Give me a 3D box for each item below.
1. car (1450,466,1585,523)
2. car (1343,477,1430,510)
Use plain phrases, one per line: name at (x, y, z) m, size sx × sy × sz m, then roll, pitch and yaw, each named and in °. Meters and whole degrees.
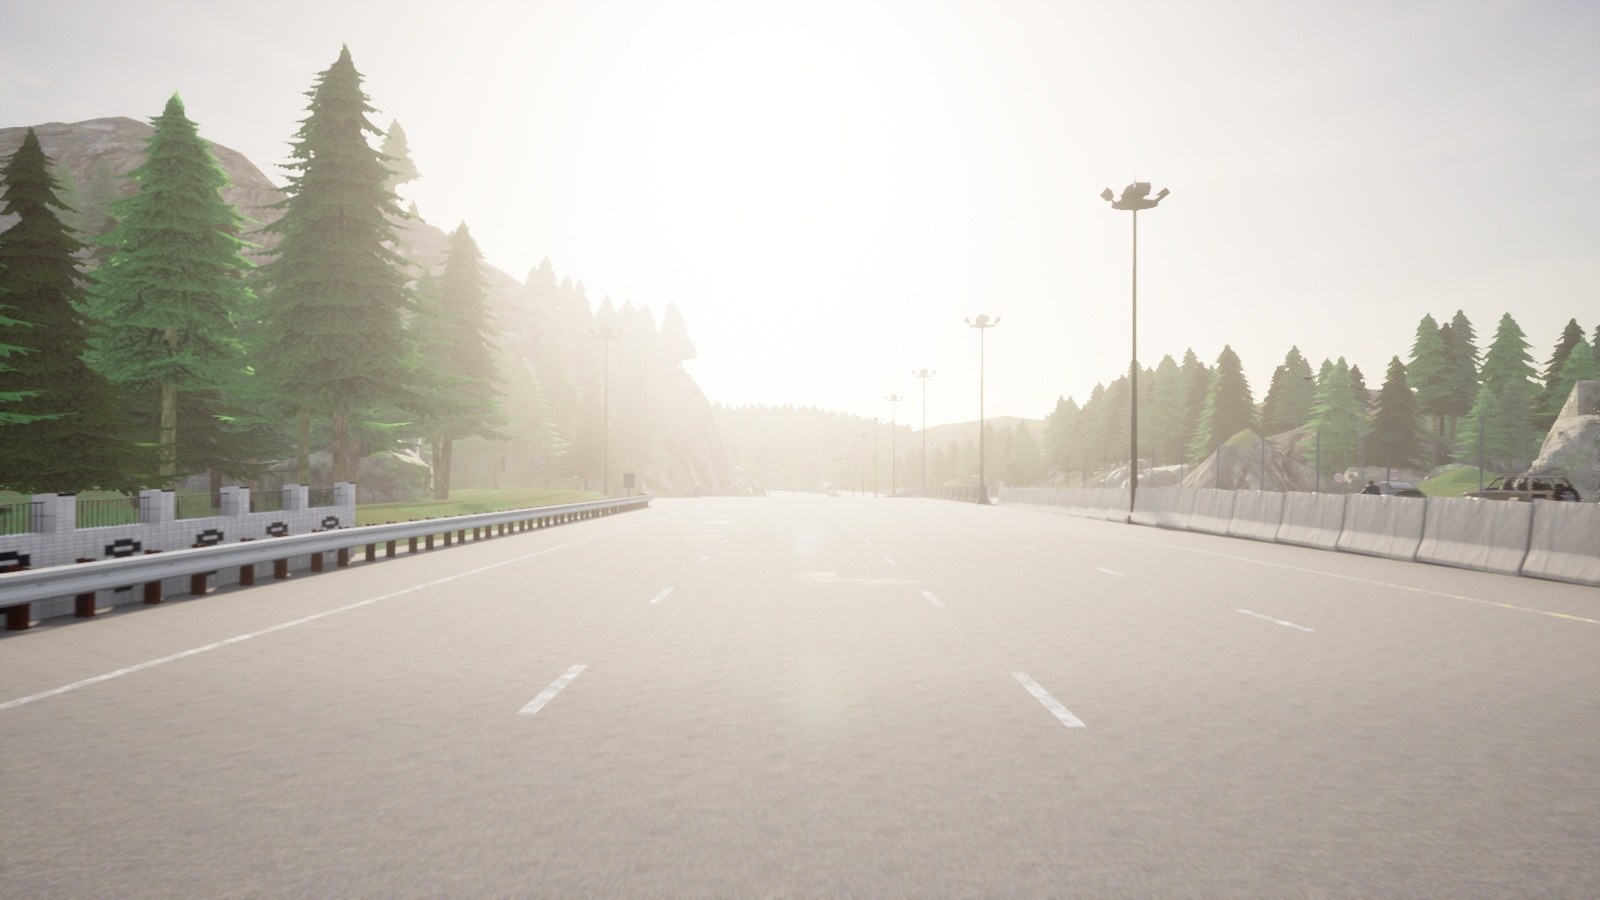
car at (24.389, 1.488, 42.912) m, size 1.932 × 1.855 × 4.605 m, roll 0°, pitch -1°, yaw -1°
car at (27.821, 2.048, 59.732) m, size 1.837 × 1.490 × 4.892 m, roll 0°, pitch -1°, yaw 0°
